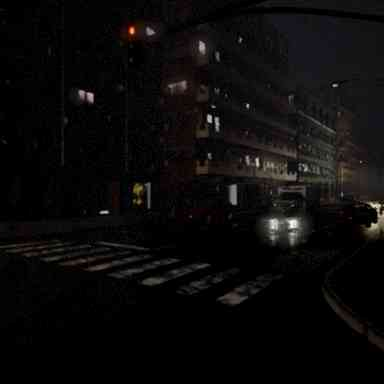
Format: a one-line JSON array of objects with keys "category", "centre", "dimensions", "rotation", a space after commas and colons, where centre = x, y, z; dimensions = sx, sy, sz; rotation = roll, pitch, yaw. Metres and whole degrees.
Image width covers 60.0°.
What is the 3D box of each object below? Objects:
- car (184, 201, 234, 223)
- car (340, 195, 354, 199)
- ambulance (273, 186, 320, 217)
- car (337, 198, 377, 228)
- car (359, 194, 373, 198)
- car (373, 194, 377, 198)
[{"category": "car", "centre": [1.250, 1.291, 22.759], "dimensions": [1.887, 1.381, 4.507], "rotation": [1, 1, 36]}, {"category": "car", "centre": [26.828, 1.141, 57.478], "dimensions": [1.947, 1.339, 4.313], "rotation": [1, 1, 36]}, {"category": "ambulance", "centre": [8.990, 0.752, 28.562], "dimensions": [2.351, 2.431, 6.366], "rotation": [0, 0, 36]}, {"category": "car", "centre": [10.180, 1.310, 20.376], "dimensions": [1.887, 1.381, 4.507], "rotation": [1, 1, 36]}, {"category": "car", "centre": [36.899, 1.092, 71.233], "dimensions": [1.802, 1.307, 4.206], "rotation": [1, 1, 36]}, {"category": "car", "centre": [43.612, 1.035, 80.403], "dimensions": [1.947, 1.339, 4.313], "rotation": [1, 1, 36]}]
